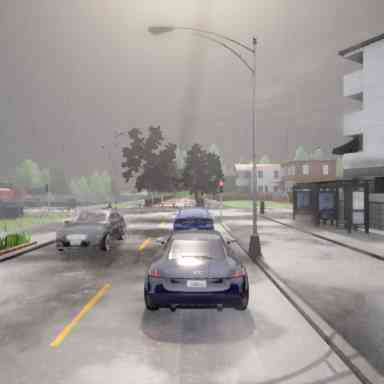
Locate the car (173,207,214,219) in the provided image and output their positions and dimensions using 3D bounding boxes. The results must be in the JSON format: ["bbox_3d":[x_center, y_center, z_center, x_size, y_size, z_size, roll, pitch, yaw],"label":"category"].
[{"bbox_3d":[0.079,1.478,16.769,1.882,1.535,5.008,0,0,0],"label":"car"}]

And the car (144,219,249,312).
[{"bbox_3d":[0.089,1.564,7.787,1.994,1.385,4.181,0,0,0],"label":"car"}]

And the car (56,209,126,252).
[{"bbox_3d":[-4.018,1.491,13.927,2.128,1.511,4.902,0,0,0],"label":"car"}]
